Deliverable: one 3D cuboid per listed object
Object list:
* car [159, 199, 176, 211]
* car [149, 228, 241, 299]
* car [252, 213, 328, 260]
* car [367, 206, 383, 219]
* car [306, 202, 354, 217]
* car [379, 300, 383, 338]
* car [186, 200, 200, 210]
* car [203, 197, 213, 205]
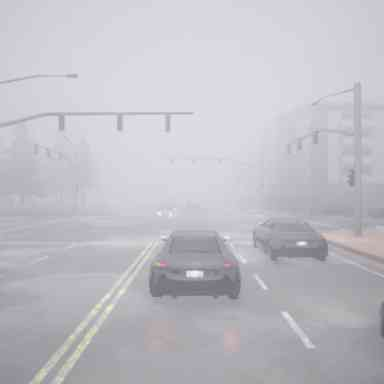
[{"bbox_3d":[-3.566,1.865,46.418,1.812,1.442,4.674,0,0,0],"label":"car"},{"bbox_3d":[0.071,1.629,8.680,1.994,1.385,4.181,0,0,0],"label":"car"},{"bbox_3d":[3.590,1.659,12.848,1.994,1.385,4.181,0,0,0],"label":"car"},{"bbox_3d":[18.571,1.726,30.266,4.892,1.490,1.837,0,0,-2],"label":"car"},{"bbox_3d":[14.078,1.737,33.656,4.902,1.511,2.128,0,0,-1],"label":"car"},{"bbox_3d":[3.602,1.528,2.829,1.837,1.490,4.892,0,0,0],"label":"car"},{"bbox_3d":[0.117,1.929,50.030,1.994,1.385,4.181,0,0,0],"label":"car"},{"bbox_3d":[3.526,1.879,70.621,2.128,1.511,4.902,0,0,0],"label":"car"}]
